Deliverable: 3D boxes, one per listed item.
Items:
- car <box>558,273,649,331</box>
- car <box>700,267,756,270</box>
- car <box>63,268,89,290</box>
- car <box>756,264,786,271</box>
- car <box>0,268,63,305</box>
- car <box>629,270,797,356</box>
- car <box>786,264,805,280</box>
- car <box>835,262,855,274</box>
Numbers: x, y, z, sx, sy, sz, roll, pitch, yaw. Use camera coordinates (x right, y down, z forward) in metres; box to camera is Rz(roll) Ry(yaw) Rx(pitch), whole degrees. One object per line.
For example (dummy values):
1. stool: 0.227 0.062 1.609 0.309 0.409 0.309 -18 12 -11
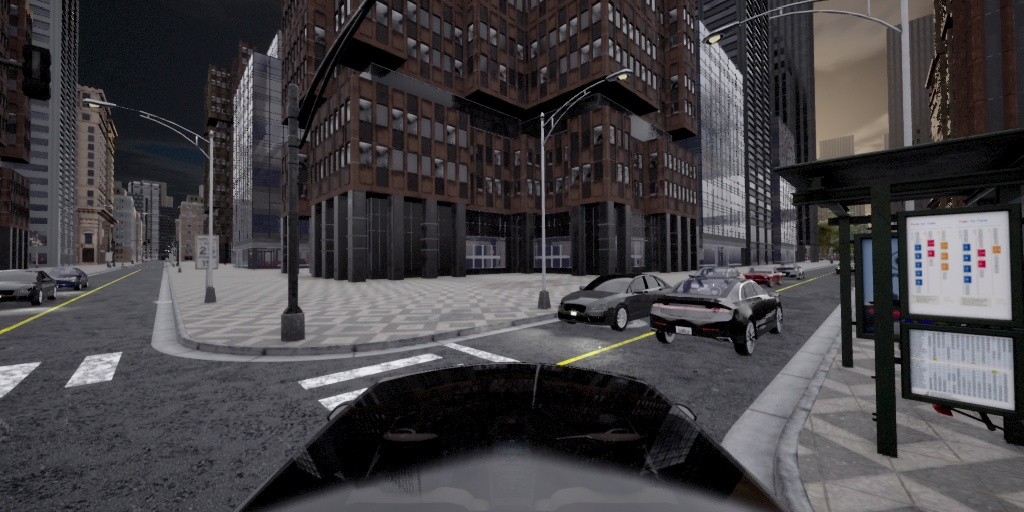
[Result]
1. car: 3.477 1.320 11.436 4.892 1.490 1.837 0 -1 -42
2. car: 10.261 1.305 18.047 4.902 1.511 2.128 0 -1 -44
3. car: -29.624 1.495 23.690 2.033 1.411 5.357 0 -1 -44
4. car: 16.944 1.413 24.509 4.718 1.301 1.895 0 -1 -44
5. car: -22.362 1.399 16.171 1.837 1.490 4.892 0 -1 -44
6. car: 5.121 1.251 8.753 4.902 1.511 2.128 0 -1 -44
7. car: 24.531 1.374 31.808 4.181 1.385 1.994 0 -1 -44
8. car: 37.459 1.350 39.944 4.718 1.301 1.895 0 -1 -44
